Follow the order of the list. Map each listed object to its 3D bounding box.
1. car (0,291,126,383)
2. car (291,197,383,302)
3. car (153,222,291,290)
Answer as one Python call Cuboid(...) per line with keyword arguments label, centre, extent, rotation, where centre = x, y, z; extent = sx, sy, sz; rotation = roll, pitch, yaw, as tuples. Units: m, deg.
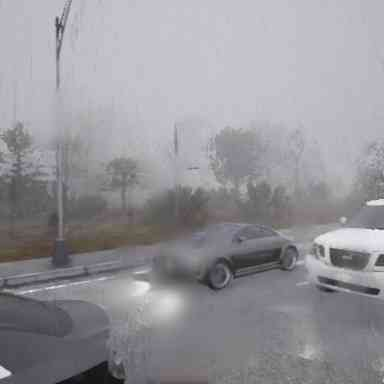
Cuboid(label="car", centre=(-2.827, 1.542, 1.939), extent=(4.892, 1.490, 1.837), rotation=(-1, 0, -36))
Cuboid(label="car", centre=(5.006, 1.146, 7.669), extent=(5.566, 2.045, 2.150), rotation=(-1, 1, -36))
Cuboid(label="car", centre=(1.039, 1.541, 9.118), extent=(4.181, 1.385, 1.994), rotation=(-1, 0, -37))
